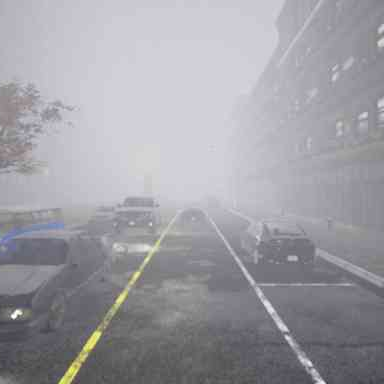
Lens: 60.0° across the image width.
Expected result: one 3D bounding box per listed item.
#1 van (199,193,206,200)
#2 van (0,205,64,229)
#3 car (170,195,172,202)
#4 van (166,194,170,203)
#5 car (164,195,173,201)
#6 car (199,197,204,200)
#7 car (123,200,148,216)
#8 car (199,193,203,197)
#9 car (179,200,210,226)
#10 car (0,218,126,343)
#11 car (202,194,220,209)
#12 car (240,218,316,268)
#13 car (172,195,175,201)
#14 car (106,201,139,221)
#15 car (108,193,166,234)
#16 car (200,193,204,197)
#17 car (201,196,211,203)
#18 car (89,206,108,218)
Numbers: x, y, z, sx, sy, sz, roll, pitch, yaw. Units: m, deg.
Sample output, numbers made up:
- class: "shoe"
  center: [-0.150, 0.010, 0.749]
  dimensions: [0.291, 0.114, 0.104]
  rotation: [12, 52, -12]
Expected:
- class: "van"
  center: [2.749, 1.248, 90.161]
  dimensions: [1.690, 1.788, 3.998]
  rotation: [1, 0, 0]
- class: "van"
  center: [-5.676, 1.341, 11.093]
  dimensions: [1.690, 1.788, 3.998]
  rotation: [0, 0, 0]
- class: "car"
  center: [-5.646, 1.494, 67.557]
  dimensions: [1.887, 1.381, 4.507]
  rotation: [1, 0, 0]
- class: "van"
  center: [-5.647, 1.299, 61.910]
  dimensions: [1.690, 1.788, 3.998]
  rotation: [1, 0, 0]
- class: "car"
  center: [-5.641, 1.511, 78.849]
  dimensions: [1.802, 1.307, 4.206]
  rotation: [1, 0, 0]
- class: "car"
  center: [0.107, 1.584, 39.747]
  dimensions: [1.895, 1.301, 4.718]
  rotation: [0, 0, 0]
- class: "car"
  center: [-5.665, 1.570, 33.679]
  dimensions: [1.802, 1.307, 4.206]
  rotation: [1, 0, 0]
- class: "car"
  center: [2.734, 1.274, 61.927]
  dimensions: [2.192, 1.841, 5.009]
  rotation: [1, 0, 0]
- class: "car"
  center: [0.091, 1.522, 23.459]
  dimensions: [1.812, 1.442, 4.674]
  rotation: [0, 0, 0]
- class: "car"
  center: [-3.032, 1.548, 7.016]
  dimensions: [2.033, 1.411, 5.357]
  rotation: [0, 0, 1]
- class: "car"
  center: [2.723, 1.419, 44.990]
  dimensions: [1.967, 1.590, 4.097]
  rotation: [1, 0, 0]
- class: "car"
  center: [2.703, 1.552, 11.108]
  dimensions: [2.008, 1.369, 4.403]
  rotation: [0, 0, 0]
- class: "car"
  center: [-5.641, 1.255, 73.203]
  dimensions: [2.192, 1.841, 5.009]
  rotation: [1, 0, 0]
- class: "car"
  center: [-5.668, 1.518, 27.862]
  dimensions: [1.752, 1.417, 4.829]
  rotation: [1, 0, 0]
- class: "car"
  center: [-3.012, 1.221, 19.556]
  dimensions: [2.150, 2.045, 5.566]
  rotation: [0, 0, 0]
- class: "car"
  center: [2.726, 1.413, 50.636]
  dimensions: [1.967, 1.590, 4.097]
  rotation: [1, 0, 0]
- class: "car"
  center: [2.735, 1.494, 67.576]
  dimensions: [1.887, 1.381, 4.507]
  rotation: [1, 0, 0]
- class: "car"
  center: [-5.671, 1.578, 22.386]
  dimensions: [1.802, 1.307, 4.206]
  rotation: [1, 0, 0]
